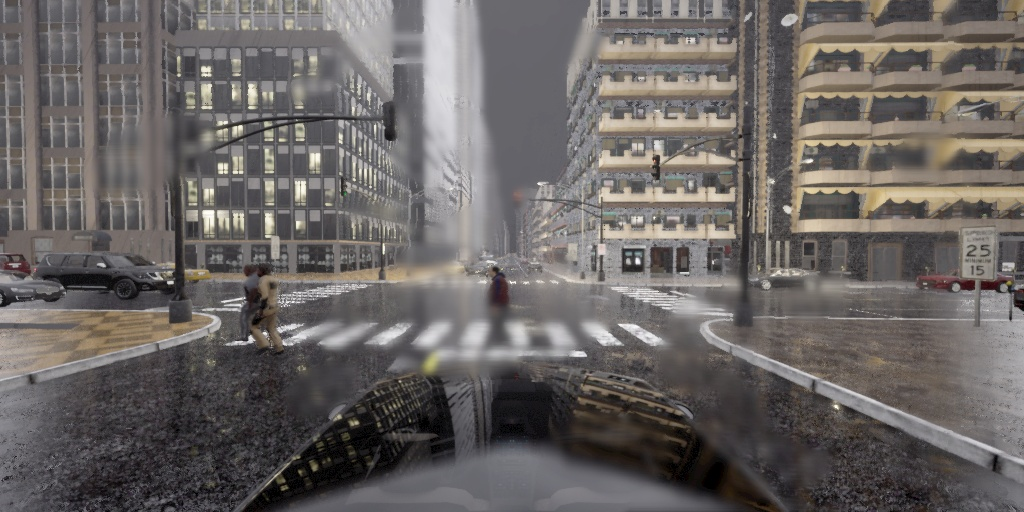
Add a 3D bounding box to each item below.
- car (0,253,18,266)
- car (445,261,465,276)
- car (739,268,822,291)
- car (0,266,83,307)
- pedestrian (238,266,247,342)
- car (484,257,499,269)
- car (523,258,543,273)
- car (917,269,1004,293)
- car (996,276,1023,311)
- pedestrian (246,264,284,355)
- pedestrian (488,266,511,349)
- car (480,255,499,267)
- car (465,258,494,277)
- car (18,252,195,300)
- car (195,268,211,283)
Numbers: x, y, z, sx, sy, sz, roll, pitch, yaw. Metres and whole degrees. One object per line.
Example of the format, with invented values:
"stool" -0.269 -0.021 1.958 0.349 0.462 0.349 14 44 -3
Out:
"car" -33.616 0.712 22.583 5.009 1.841 2.192 0 0 1
"car" -5.695 1.265 36.531 1.751 1.417 4.829 0 0 0
"car" 16.307 1.375 21.888 4.403 1.370 2.007 0 0 1
"car" -20.287 1.204 14.047 4.403 1.370 2.007 0 0 1
"pedestrian" -5.952 1.042 8.269 0.375 1.860 0.375 -1 1 0
"car" -3.093 1.087 55.884 2.097 1.767 4.553 0 0 0
"car" 2.685 1.289 42.356 2.007 1.370 4.403 0 0 0
"car" 27.372 1.461 21.734 4.507 1.381 1.888 0 0 1
"car" 21.715 1.576 13.432 4.313 1.339 1.948 0 0 1
"pedestrian" -4.847 1.042 7.068 0.375 1.860 0.375 -1 1 0
"pedestrian" -0.269 1.042 7.670 0.375 1.860 0.375 -1 1 0
"car" -3.101 0.957 44.503 2.150 2.045 5.566 0 0 0
"car" -3.099 1.245 34.737 1.837 1.490 4.892 0 0 0
"car" -18.484 0.848 16.567 5.566 2.045 2.150 1 1 1
"car" -21.669 1.029 22.380 4.829 1.417 1.751 0 0 1
